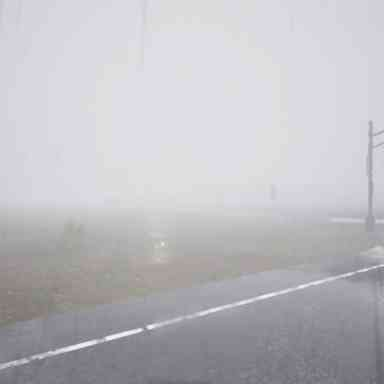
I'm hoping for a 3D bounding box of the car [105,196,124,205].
[{"bbox_3d":[-13.974,1.424,59.662,2.097,1.767,4.553,0,0,-36],"label":"car"}]
